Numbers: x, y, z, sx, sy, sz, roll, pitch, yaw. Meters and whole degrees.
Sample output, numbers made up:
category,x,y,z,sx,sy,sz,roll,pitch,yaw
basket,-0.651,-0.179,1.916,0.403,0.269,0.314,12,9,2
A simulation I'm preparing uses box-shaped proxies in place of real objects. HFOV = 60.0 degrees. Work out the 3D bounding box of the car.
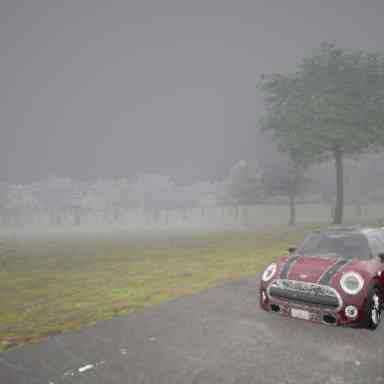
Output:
category,x,y,z,sx,sy,sz,roll,pitch,yaw
car,3.433,1.628,7.642,2.097,1.767,4.553,-3,-3,42
